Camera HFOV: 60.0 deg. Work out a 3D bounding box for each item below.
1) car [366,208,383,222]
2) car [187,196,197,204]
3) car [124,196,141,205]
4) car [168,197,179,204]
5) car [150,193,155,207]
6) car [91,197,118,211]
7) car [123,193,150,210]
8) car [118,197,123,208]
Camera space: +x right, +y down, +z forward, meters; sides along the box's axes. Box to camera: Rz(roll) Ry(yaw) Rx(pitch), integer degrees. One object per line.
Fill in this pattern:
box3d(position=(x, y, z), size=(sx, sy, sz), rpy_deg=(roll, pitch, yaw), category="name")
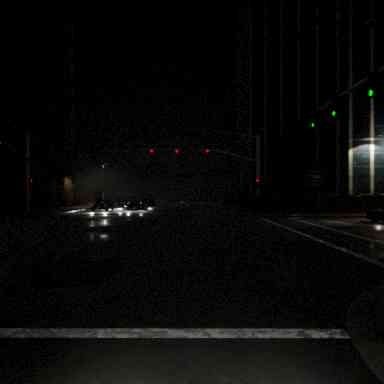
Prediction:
box3d(position=(15.459, 1.478, 24.352), size=(5.008, 1.535, 1.882), rpy_deg=(0, 0, -1), category="car")
box3d(position=(-0.065, 1.526, 64.979), size=(1.812, 1.442, 4.674), rpy_deg=(0, 0, 0), category="car")
box3d(position=(-10.611, 1.491, 59.364), size=(2.128, 1.511, 4.902), rpy_deg=(0, 0, 0), category="car")
box3d(position=(-3.566, 1.601, 65.546), size=(1.895, 1.301, 4.718), rpy_deg=(0, 0, 0), category="car")
box3d(position=(-7.139, 1.221, 52.923), size=(2.150, 2.045, 5.566), rpy_deg=(0, 0, 0), category="car")
box3d(position=(-10.619, 1.526, 39.912), size=(1.812, 1.442, 4.674), rpy_deg=(0, 0, 0), category="car")
box3d(position=(-7.141, 1.352, 43.421), size=(2.097, 1.767, 4.553), rpy_deg=(0, 0, 0), category="car")
box3d(position=(-10.641, 1.491, 49.181), size=(2.128, 1.511, 4.902), rpy_deg=(0, 0, 0), category="car")
